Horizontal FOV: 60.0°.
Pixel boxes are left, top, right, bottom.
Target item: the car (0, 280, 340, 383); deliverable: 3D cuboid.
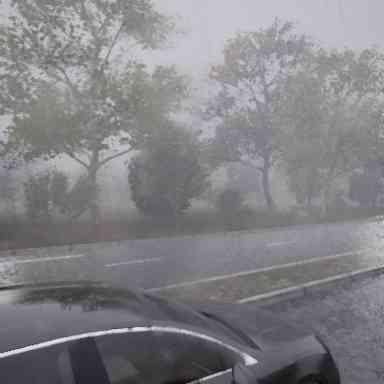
[{"bbox_3d":[-0.801,1.509,2.561,4.892,1.490,1.837,1,-1,-36],"label":"car"}]
